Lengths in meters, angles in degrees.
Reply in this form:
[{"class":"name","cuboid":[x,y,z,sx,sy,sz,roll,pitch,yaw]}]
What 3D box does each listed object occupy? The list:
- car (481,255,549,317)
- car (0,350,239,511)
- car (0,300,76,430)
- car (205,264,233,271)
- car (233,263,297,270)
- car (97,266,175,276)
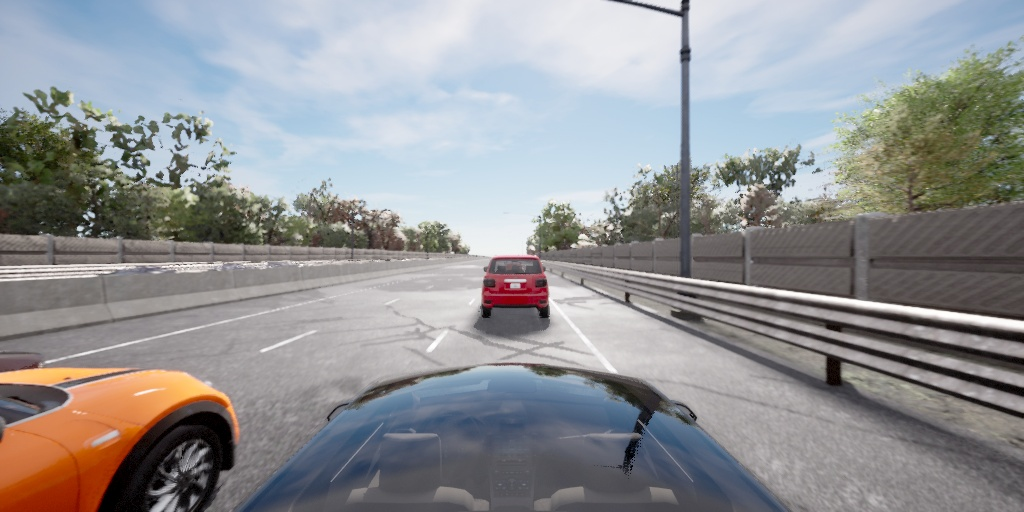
[{"class":"car","cuboid":[0.100,0.976,13.280,2.150,2.045,5.566,0,0,0]},{"class":"car","cuboid":[-3.403,1.103,1.182,2.097,1.767,4.553,0,0,0]},{"class":"car","cuboid":[-6.901,1.298,2.161,2.033,1.411,5.357,0,0,0]},{"class":"car","cuboid":[-21.101,1.307,26.849,2.033,1.411,5.357,0,0,0]},{"class":"car","cuboid":[-17.600,1.251,26.663,2.128,1.511,4.902,0,0,0]},{"class":"car","cuboid":[-24.599,1.322,23.643,1.994,1.385,4.181,0,0,0]}]
